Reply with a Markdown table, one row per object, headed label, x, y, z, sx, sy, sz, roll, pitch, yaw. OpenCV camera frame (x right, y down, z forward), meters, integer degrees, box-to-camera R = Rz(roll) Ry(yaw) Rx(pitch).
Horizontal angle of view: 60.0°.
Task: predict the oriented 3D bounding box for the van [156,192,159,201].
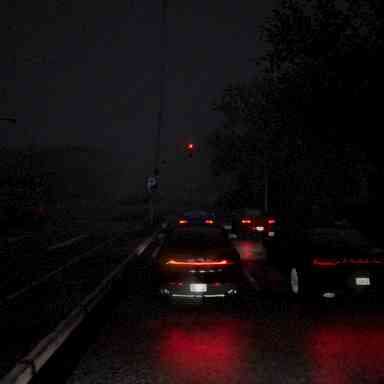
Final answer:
| label | x | y | z | sx | sy | sz | roll | pitch | yaw |
| --- | --- | --- | --- | --- | --- | --- | --- | --- | --- |
| van | -9.938 | 1.093 | 71.732 | 4.442 | 1.987 | 1.878 | -1 | 0 | -14 |

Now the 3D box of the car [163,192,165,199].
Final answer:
| label | x | y | z | sx | sy | sz | roll | pitch | yaw |
| --- | --- | --- | --- | --- | --- | --- | --- | --- | --- |
| car | -9.311 | 1.359 | 77.696 | 4.674 | 1.452 | 2.002 | -1 | 0 | -13 |

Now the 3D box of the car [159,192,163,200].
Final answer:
| label | x | y | z | sx | sy | sz | roll | pitch | yaw |
| --- | --- | --- | --- | --- | --- | --- | --- | --- | --- |
| car | -9.697 | 1.321 | 74.703 | 4.892 | 1.521 | 2.231 | -1 | 0 | -13 |

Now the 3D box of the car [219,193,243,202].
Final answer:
| label | x | y | z | sx | sy | sz | roll | pitch | yaw |
| --- | --- | --- | --- | --- | --- | --- | --- | --- | --- |
| car | 7.955 | 1.141 | 68.236 | 4.553 | 1.767 | 2.185 | 1 | 0 | -13 |

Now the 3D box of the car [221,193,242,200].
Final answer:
| label | x | y | z | sx | sy | sz | roll | pitch | yaw |
| --- | --- | --- | --- | --- | --- | --- | --- | --- | --- |
| car | 9.809 | 1.129 | 82.927 | 4.553 | 1.767 | 2.185 | 1 | 0 | -12 |

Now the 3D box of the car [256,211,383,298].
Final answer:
| label | x | y | z | sx | sy | sz | roll | pitch | yaw |
| --- | --- | --- | --- | --- | --- | --- | --- | --- | --- |
| car | 3.140 | 1.488 | 8.573 | 1.882 | 1.535 | 5.008 | 0 | 0 | 0 |

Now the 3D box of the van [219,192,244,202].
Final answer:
| label | x | y | z | sx | sy | sz | roll | pitch | yaw |
| --- | --- | --- | --- | --- | --- | --- | --- | --- | --- |
| van | 7.558 | 1.042 | 65.268 | 4.442 | 1.987 | 1.878 | 1 | 0 | -14 |

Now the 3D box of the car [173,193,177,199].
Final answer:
| label | x | y | z | sx | sy | sz | roll | pitch | yaw |
| --- | --- | --- | --- | --- | --- | --- | --- | --- | --- |
| car | -7.623 | 1.064 | 89.679 | 5.566 | 2.045 | 2.435 | -1 | 0 | -12 |

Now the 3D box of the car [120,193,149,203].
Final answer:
| label | x | y | z | sx | sy | sz | roll | pitch | yaw |
| --- | --- | --- | --- | --- | --- | --- | --- | --- | --- |
| car | -11.180 | 1.358 | 62.754 | 4.792 | 1.488 | 2.163 | -1 | 0 | -15 |

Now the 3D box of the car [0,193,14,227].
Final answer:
| label | x | y | z | sx | sy | sz | roll | pitch | yaw |
| --- | --- | --- | --- | --- | --- | --- | --- | --- | --- |
| car | -13.643 | 1.267 | 18.943 | 5.566 | 2.045 | 2.435 | -1 | 0 | -19 |

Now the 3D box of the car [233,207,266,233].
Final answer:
| label | x | y | z | sx | sy | sz | roll | pitch | yaw |
| --- | --- | --- | --- | --- | --- | --- | --- | --- | --- |
| car | 3.235 | 1.550 | 17.913 | 1.812 | 1.442 | 4.674 | 0 | 0 | 1 |

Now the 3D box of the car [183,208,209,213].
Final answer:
| label | x | y | z | sx | sy | sz | roll | pitch | yaw |
| --- | --- | --- | --- | --- | --- | --- | --- | --- | --- |
| car | 0.216 | 1.551 | 17.660 | 1.812 | 1.442 | 4.674 | 0 | 0 | 1 |

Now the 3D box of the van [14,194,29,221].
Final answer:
| label | x | y | z | sx | sy | sz | roll | pitch | yaw |
| --- | --- | --- | --- | --- | --- | --- | --- | --- | --- |
| van | -13.513 | 1.297 | 21.979 | 4.442 | 1.987 | 1.878 | -1 | 0 | -19 |

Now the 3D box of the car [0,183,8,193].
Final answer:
| label | x | y | z | sx | sy | sz | roll | pitch | yaw |
| --- | --- | --- | --- | --- | --- | --- | --- | --- | --- |
| car | -30.934 | -0.426 | 53.767 | 2.435 | 2.045 | 5.566 | 6 | -3 | -19 |

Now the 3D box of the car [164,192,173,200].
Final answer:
| label | x | y | z | sx | sy | sz | roll | pitch | yaw |
| --- | --- | --- | --- | --- | --- | --- | --- | --- | --- |
| car | -8.086 | 1.357 | 86.675 | 4.674 | 1.452 | 2.002 | -1 | 0 | -12 |

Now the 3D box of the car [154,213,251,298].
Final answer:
| label | x | y | z | sx | sy | sz | roll | pitch | yaw |
| --- | --- | --- | --- | --- | --- | --- | --- | --- | --- |
| car | 0.139 | 1.515 | 8.536 | 1.837 | 1.490 | 4.892 | 0 | 0 | 0 |

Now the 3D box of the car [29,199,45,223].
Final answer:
| label | x | y | z | sx | sy | sz | roll | pitch | yaw |
| --- | --- | --- | --- | --- | --- | --- | --- | --- | --- |
| car | -13.525 | 1.403 | 24.957 | 4.553 | 1.767 | 2.185 | -1 | 0 | -19 |

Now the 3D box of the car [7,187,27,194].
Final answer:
| label | x | y | z | sx | sy | sz | roll | pitch | yaw |
| --- | --- | --- | --- | --- | --- | --- | --- | --- | --- |
| car | -27.940 | 0.137 | 53.694 | 2.002 | 1.452 | 4.674 | 6 | -3 | -19 |

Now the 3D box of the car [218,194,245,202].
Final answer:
| label | x | y | z | sx | sy | sz | roll | pitch | yaw |
| --- | --- | --- | --- | --- | --- | --- | --- | --- | --- |
| car | 8.504 | 1.264 | 71.227 | 5.366 | 1.575 | 1.946 | 1 | 0 | -13 |

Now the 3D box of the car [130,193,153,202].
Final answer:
| label | x | y | z | sx | sy | sz | roll | pitch | yaw |
| --- | --- | --- | --- | --- | --- | --- | --- | --- | --- |
| car | -10.416 | 1.196 | 68.694 | 4.553 | 1.767 | 2.185 | -1 | 0 | -14 |

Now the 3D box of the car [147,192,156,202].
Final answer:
| label | x | y | z | sx | sy | sz | roll | pitch | yaw |
| --- | --- | --- | --- | --- | --- | --- | --- | --- | --- |
| car | -10.522 | 1.315 | 65.743 | 5.366 | 1.575 | 1.946 | -1 | 0 | -14 |
